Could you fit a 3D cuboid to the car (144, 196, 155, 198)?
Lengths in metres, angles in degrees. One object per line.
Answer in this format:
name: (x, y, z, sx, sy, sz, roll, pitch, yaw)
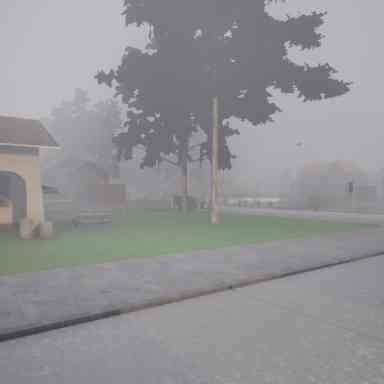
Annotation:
car: (-8.976, 1.525, 69.239, 1.812, 1.442, 4.674, 0, 0, -36)
